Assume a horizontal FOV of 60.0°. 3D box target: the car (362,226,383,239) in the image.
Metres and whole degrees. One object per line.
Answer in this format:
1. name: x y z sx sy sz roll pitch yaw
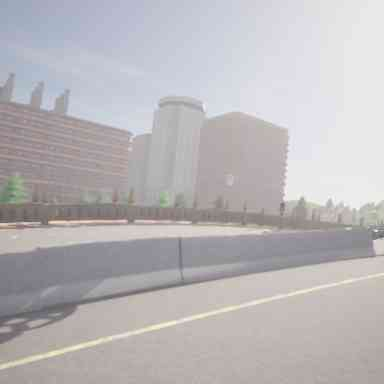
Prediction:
1. car: 18.737 4.179 34.538 4.181 1.385 1.994 9 -5 -35
